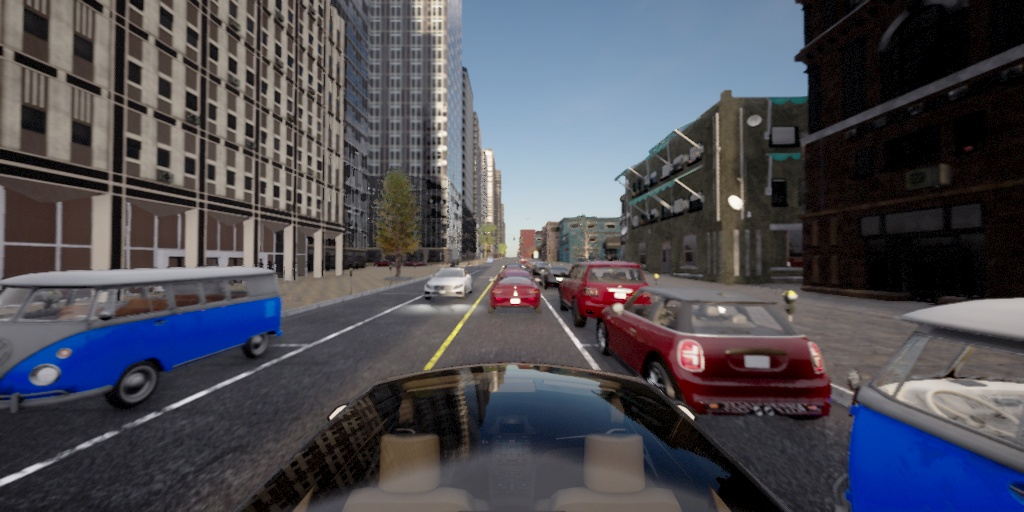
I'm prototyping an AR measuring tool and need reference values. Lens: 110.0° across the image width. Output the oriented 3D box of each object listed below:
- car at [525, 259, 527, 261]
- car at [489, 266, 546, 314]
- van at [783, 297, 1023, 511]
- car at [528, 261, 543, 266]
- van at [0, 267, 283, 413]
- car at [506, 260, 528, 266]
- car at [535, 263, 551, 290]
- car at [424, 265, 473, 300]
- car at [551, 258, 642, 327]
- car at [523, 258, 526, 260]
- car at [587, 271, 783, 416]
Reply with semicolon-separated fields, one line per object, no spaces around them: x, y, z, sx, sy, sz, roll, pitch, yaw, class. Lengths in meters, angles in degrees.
2.703;1.303;38.763;2.007;1.370;4.403;0;0;0;car
0.105;1.279;13.780;1.812;1.442;4.674;0;0;0;car
2.691;1.090;0.419;1.690;1.789;3.998;0;0;0;van
2.701;1.319;33.285;1.948;1.339;4.313;0;0;0;car
-5.689;1.093;5.896;1.690;1.789;3.998;0;0;0;van
0.109;1.317;31.157;1.994;1.385;4.181;0;0;0;car
2.698;1.319;22.330;1.948;1.339;4.313;0;0;0;car
-2.996;1.290;17.779;1.812;1.442;4.674;0;0;0;car
2.694;1.067;11.375;2.192;1.841;5.009;0;0;0;car
2.831;1.334;49.715;1.802;1.307;4.207;0;0;0;car
2.692;1.191;5.897;1.967;1.591;4.097;0;0;0;car
